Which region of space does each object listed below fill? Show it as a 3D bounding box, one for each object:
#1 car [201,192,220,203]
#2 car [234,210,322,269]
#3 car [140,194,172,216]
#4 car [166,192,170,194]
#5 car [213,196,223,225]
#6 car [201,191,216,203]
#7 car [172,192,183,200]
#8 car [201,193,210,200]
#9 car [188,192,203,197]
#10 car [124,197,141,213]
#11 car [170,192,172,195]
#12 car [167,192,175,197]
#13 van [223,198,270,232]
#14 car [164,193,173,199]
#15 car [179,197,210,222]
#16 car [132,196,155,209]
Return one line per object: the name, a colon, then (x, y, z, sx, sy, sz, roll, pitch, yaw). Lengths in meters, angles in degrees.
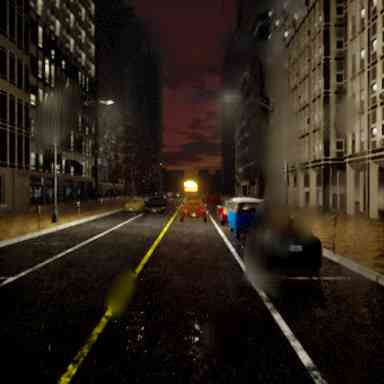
car: (2.716, 0.933, 44.837, 2.192, 1.841, 5.009, 0, 1, 0)
car: (2.698, 1.479, 10.687, 1.947, 1.339, 4.313, 0, 0, 0)
car: (-3.084, 1.229, 29.729, 1.882, 1.535, 5.008, 0, 1, 0)
car: (-5.658, 1.013, 61.931, 2.008, 1.369, 4.403, 0, 1, 0)
car: (2.704, 1.257, 22.071, 1.967, 1.590, 4.097, 0, 0, 0)
car: (2.721, 0.830, 56.222, 2.192, 1.841, 5.009, 0, 1, 0)
car: (-2.967, 0.907, 70.131, 1.994, 1.385, 4.181, 0, 1, 0)
car: (2.725, 0.933, 67.776, 1.752, 1.417, 4.829, 0, 1, 0)
car: (0.120, 1.157, 41.014, 1.837, 1.490, 4.892, 0, 1, 0)
car: (-5.672, 1.245, 33.300, 1.752, 1.417, 4.829, 0, 0, 0)
car: (-5.656, 0.975, 67.624, 1.947, 1.339, 4.313, 0, 1, 0)
car: (-5.645, 0.742, 90.391, 2.008, 1.369, 4.403, 0, 1, 0)
van: (2.702, 1.207, 16.379, 1.690, 1.788, 3.998, 0, 0, 0)
car: (-5.650, 0.883, 79.006, 1.802, 1.307, 4.206, 0, 1, 0)
car: (0.116, 1.323, 24.420, 1.812, 1.442, 4.674, 0, 1, 0)
car: (-5.669, 1.219, 39.163, 2.008, 1.369, 4.403, 0, 1, 0)
